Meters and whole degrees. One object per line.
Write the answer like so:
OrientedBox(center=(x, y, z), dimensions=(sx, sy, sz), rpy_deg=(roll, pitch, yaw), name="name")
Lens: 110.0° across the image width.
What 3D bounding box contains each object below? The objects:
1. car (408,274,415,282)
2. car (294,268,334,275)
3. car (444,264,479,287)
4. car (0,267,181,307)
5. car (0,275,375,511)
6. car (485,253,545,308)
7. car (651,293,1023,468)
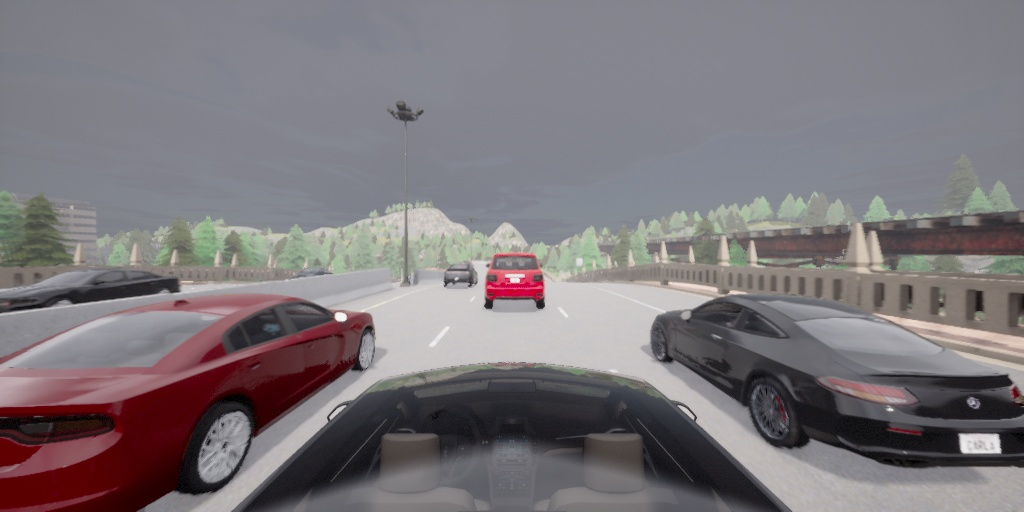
OrientedBox(center=(-14.057, 3.451, 53.830), dimensions=(2.097, 1.767, 4.553), rpy_deg=(0, -6, 0), name="car")
OrientedBox(center=(-17.593, 1.711, 32.070), dimensions=(1.994, 1.385, 4.181), rpy_deg=(0, -4, 0), name="car")
OrientedBox(center=(-3.401, 1.283, 24.426), dimensions=(2.128, 1.511, 4.902), rpy_deg=(0, -2, 0), name="car")
OrientedBox(center=(-14.099, 1.157, 12.111), dimensions=(1.882, 1.535, 5.008), rpy_deg=(0, 0, 0), name="car")
OrientedBox(center=(-3.400, 1.209, 4.514), dimensions=(1.882, 1.535, 5.008), rpy_deg=(0, 1, 0), name="car")
OrientedBox(center=(0.100, 0.888, 14.721), dimensions=(2.150, 2.045, 5.566), rpy_deg=(0, 1, 0), name="car")
OrientedBox(center=(3.600, 1.253, 5.060), dimensions=(1.812, 1.442, 4.674), rpy_deg=(0, 1, 0), name="car")
